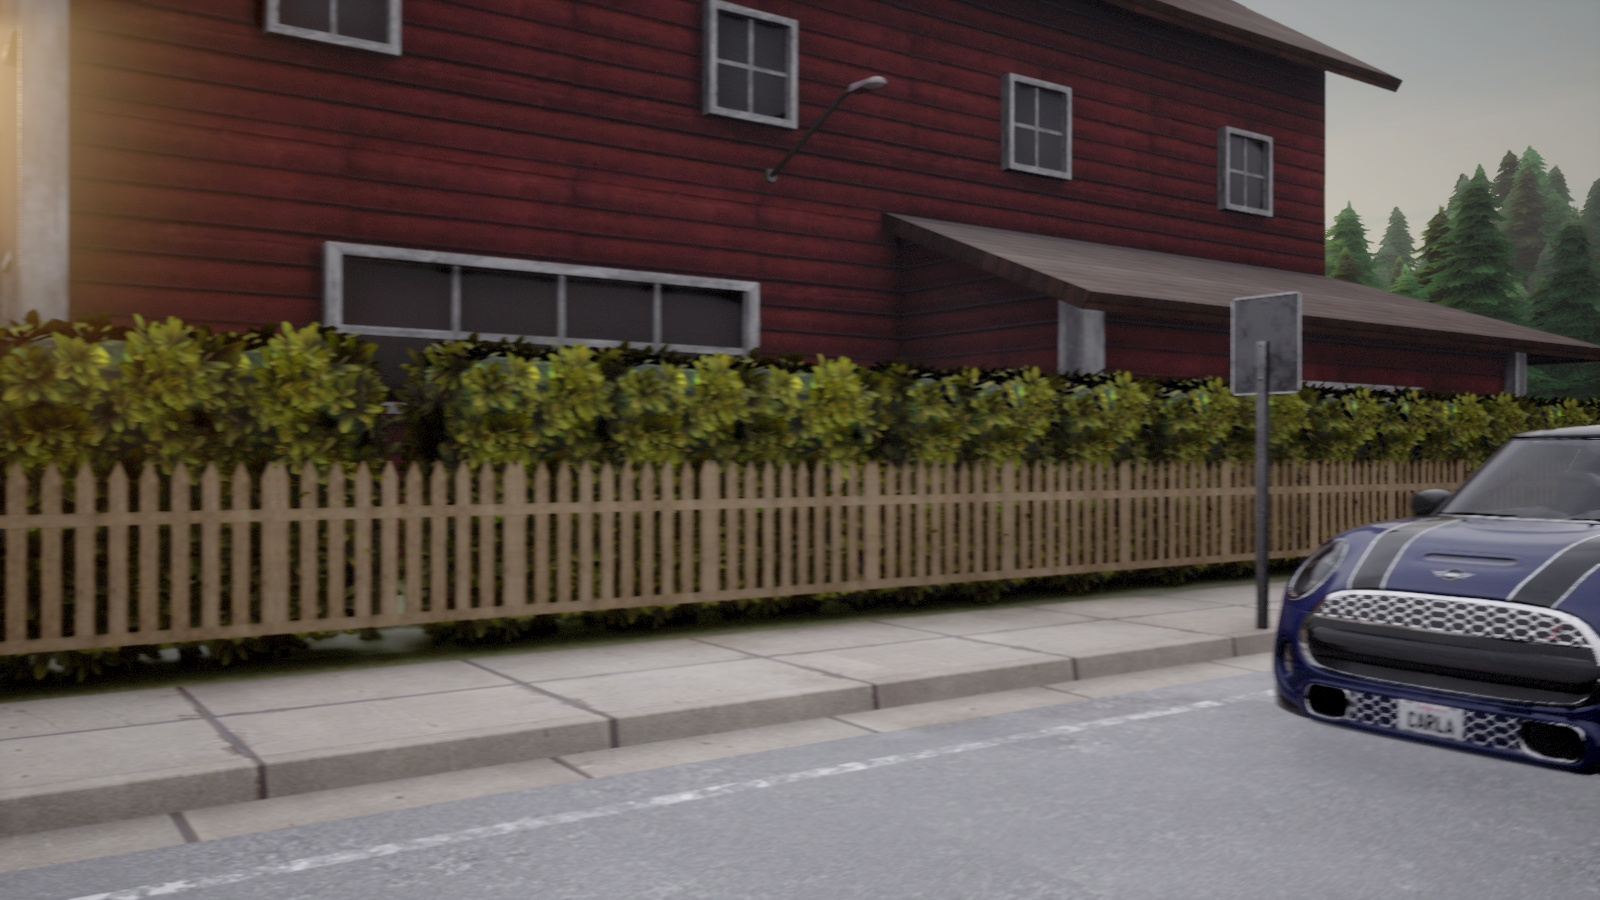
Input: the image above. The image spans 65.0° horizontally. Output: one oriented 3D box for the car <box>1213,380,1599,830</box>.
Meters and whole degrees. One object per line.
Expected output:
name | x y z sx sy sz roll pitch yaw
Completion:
car | 4.576 0.611 6.844 4.553 1.767 2.097 0 0 -35
